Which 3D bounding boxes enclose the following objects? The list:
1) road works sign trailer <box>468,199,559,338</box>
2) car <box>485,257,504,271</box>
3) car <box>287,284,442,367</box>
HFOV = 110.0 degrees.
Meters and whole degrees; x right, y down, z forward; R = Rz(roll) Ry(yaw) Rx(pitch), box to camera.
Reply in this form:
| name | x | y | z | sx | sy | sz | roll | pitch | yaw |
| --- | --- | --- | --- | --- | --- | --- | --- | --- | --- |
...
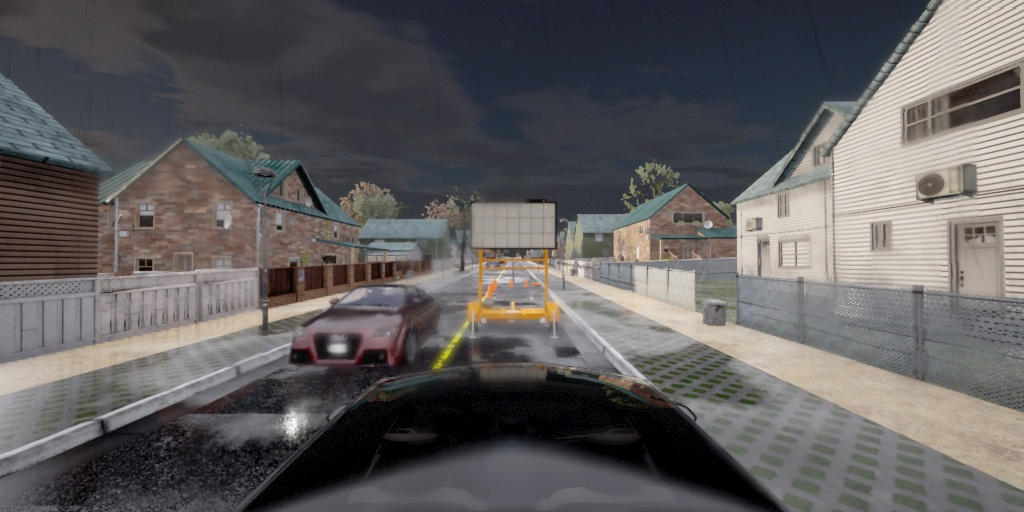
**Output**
| name | x | y | z | sx | sy | sz | roll | pitch | yaw |
| --- | --- | --- | --- | --- | --- | --- | --- | --- | --- |
| road works sign trailer | 0.043 | 0.217 | 10.127 | 2.380 | 3.560 | 2.880 | 0 | 0 | 0 |
| car | -2.611 | 1.243 | 48.357 | 2.128 | 1.511 | 4.902 | 0 | 0 | 0 |
| car | -2.819 | 1.316 | 7.820 | 1.994 | 1.385 | 4.181 | 0 | 0 | 0 |
